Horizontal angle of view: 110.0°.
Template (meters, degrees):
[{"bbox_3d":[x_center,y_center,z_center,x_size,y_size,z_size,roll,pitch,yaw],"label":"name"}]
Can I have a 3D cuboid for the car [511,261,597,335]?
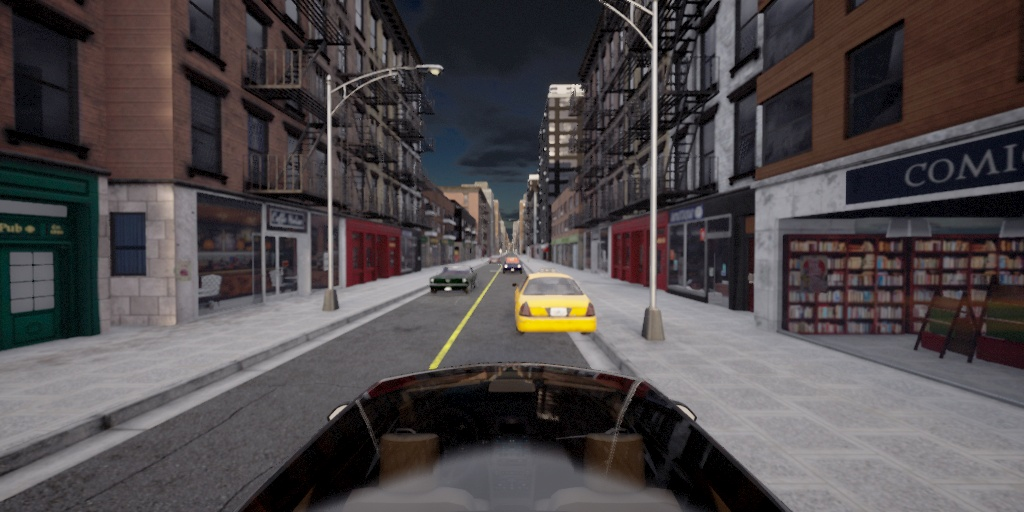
[{"bbox_3d":[0.965,1.096,9.987,1.801,1.575,5.366,0,1,0],"label":"car"}]

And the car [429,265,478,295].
[{"bbox_3d":[-2.845,1.135,18.175,1.895,1.301,4.718,0,1,0],"label":"car"}]

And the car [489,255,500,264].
[{"bbox_3d":[-2.800,0.567,59.028,1.812,1.442,4.674,0,1,0],"label":"car"}]

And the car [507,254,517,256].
[{"bbox_3d":[0.054,0.510,49.193,2.097,1.767,4.553,0,1,0],"label":"car"}]

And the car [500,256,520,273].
[{"bbox_3d":[0.068,0.932,34.575,1.895,1.301,4.718,0,1,0],"label":"car"}]
